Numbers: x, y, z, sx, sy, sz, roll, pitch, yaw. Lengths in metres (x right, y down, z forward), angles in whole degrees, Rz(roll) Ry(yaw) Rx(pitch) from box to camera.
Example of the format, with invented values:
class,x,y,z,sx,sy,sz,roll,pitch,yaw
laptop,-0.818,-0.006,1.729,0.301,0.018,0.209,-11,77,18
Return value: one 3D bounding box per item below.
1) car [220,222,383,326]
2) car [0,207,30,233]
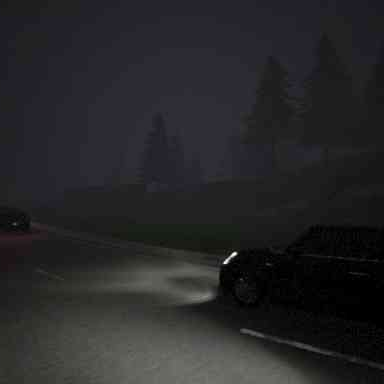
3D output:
class,x,y,z,sx,sy,sz,roll,pitch,yaw
car,2.773,1.359,6.363,4.553,1.767,2.097,-1,0,37
car,-11.257,1.605,19.830,1.882,1.535,5.008,0,0,-42
